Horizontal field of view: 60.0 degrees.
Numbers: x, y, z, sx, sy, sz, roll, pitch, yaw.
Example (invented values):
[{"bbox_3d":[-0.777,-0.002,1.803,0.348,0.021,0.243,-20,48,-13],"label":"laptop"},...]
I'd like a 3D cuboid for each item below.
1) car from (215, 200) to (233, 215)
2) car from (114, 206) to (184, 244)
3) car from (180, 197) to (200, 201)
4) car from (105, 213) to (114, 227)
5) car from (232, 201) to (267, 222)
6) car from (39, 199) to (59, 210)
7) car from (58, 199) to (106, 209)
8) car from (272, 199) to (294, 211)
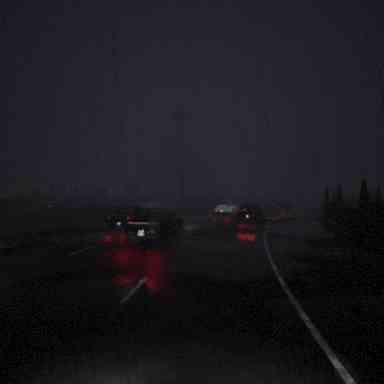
[{"bbox_3d":[3.676,1.558,33.554,1.812,1.442,4.674,0,0,22],"label":"car"},{"bbox_3d":[-1.646,1.496,15.910,2.128,1.511,4.902,0,0,10],"label":"car"},{"bbox_3d":[-0.394,1.522,49.411,2.128,1.511,4.902,0,0,30],"label":"car"},{"bbox_3d":[-3.859,1.602,22.159,1.895,1.301,4.718,0,0,14],"label":"car"},{"bbox_3d":[4.804,1.536,26.615,1.837,1.490,4.892,0,0,18],"label":"car"},{"bbox_3d":[-14.266,1.453,36.123,1.882,1.535,5.008,0,0,20],"label":"car"},{"bbox_3d":[-11.037,1.533,34.833,2.033,1.411,5.357,0,0,20],"label":"car"},{"bbox_3d":[11.327,1.588,41.266,1.812,1.442,4.674,0,0,29],"label":"car"}]
